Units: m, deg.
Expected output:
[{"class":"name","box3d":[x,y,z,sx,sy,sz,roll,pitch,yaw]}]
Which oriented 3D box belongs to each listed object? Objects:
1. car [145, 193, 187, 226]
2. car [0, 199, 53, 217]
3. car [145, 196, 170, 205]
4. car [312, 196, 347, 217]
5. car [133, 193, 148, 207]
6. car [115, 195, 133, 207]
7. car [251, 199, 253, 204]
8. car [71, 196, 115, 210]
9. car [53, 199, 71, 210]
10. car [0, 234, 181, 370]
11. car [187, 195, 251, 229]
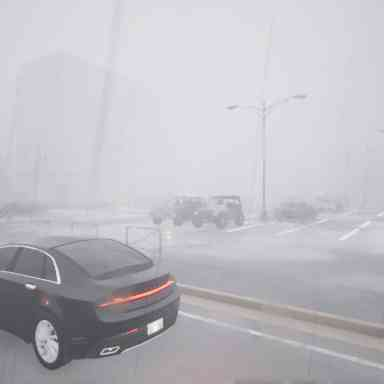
[{"class":"car","box3d":[-0.650,1.155,21.896,1.932,1.855,4.605,0,0,34]},{"class":"car","box3d":[-15.741,1.604,30.671,1.895,1.301,4.718,0,0,34]},{"class":"car","box3d":[-5.998,1.530,58.002,1.812,1.442,4.674,0,0,35]},{"class":"car","box3d":[13.761,1.396,33.160,1.970,1.475,3.806,0,0,34]},{"class":"car","box3d":[-6.600,1.226,50.875,2.150,2.045,5.566,0,0,34]},{"class":"car","box3d":[-11.594,1.356,49.764,2.097,1.767,4.553,0,0,34]},{"class":"car","box3d":[9.855,1.508,62.470,1.837,1.490,4.892,0,0,34]},{"class":"car","box3d":[-12.487,1.530,42.164,1.812,1.442,4.674,0,0,34]},{"class":"car","box3d":[-17.161,1.552,41.507,2.033,1.411,5.357,0,0,34]},{"class":"car","box3d":[-2.448,1.505,5.747,4.892,1.490,1.837,0,0,36]},{"class":"car","box3d":[1.714,1.157,20.226,1.905,1.878,3.866,0,0,34]}]
